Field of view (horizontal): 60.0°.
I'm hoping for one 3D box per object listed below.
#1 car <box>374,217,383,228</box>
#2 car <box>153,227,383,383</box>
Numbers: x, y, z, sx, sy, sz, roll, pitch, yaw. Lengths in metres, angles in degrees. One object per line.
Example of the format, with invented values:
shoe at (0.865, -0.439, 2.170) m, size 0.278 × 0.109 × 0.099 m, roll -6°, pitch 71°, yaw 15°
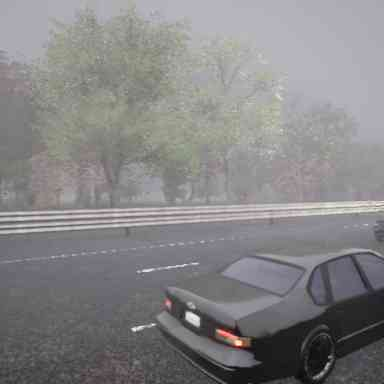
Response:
car at (9.906, 1.500, 14.799) m, size 4.674 × 1.442 × 1.812 m, roll 0°, pitch 0°, yaw -34°
car at (2.085, 1.536, 5.309) m, size 5.357 × 1.411 × 2.033 m, roll 0°, pitch 0°, yaw -34°
